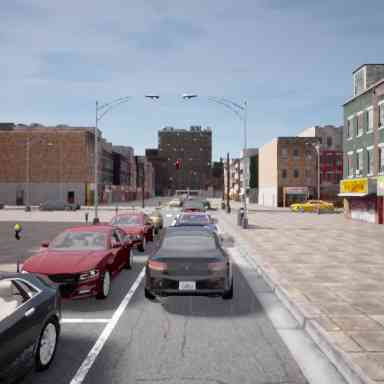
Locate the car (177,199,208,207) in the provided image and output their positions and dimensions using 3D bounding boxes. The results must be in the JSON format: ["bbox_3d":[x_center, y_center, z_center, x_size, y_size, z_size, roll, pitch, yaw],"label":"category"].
[{"bbox_3d":[0.156,1.530,25.985,1.837,1.490,4.892,0,0,2],"label":"car"}]

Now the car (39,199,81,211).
[{"bbox_3d":[-14.474,1.505,36.553,4.181,1.385,1.994,0,0,0],"label":"car"}]

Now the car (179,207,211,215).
[{"bbox_3d":[0.121,1.611,15.684,1.895,1.301,4.718,0,0,0],"label":"car"}]

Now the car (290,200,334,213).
[{"bbox_3d":[14.253,1.708,39.597,5.008,1.535,1.882,1,0,0],"label":"car"}]

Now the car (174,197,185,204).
[{"bbox_3d":[-2.518,1.682,67.732,2.008,1.369,4.403,0,0,0],"label":"car"}]

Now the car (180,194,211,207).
[{"bbox_3d":[0.686,1.420,44.298,2.097,1.767,4.553,0,0,-26],"label":"car"}]

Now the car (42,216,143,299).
[{"bbox_3d":[-2.619,1.548,8.454,1.887,1.381,4.507,0,0,0],"label":"car"}]

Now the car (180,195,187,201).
[{"bbox_3d":[-2.471,1.672,94.952,1.967,1.590,4.097,0,0,0],"label":"car"}]

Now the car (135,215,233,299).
[{"bbox_3d":[-0.041,1.529,8.320,1.812,1.442,4.674,0,0,1],"label":"car"}]

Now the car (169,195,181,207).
[{"bbox_3d":[-2.546,1.606,51.230,1.752,1.417,4.829,0,0,0],"label":"car"}]

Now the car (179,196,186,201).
[{"bbox_3d":[-2.481,1.757,89.508,1.887,1.381,4.507,0,0,0],"label":"car"}]

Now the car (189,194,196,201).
[{"bbox_3d":[0.159,1.576,91.860,2.097,1.767,4.553,0,0,0],"label":"car"}]

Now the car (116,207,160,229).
[{"bbox_3d":[-2.610,1.553,13.949,1.887,1.381,4.507,0,0,0],"label":"car"}]

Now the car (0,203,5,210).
[{"bbox_3d":[-23.226,1.383,36.525,4.892,1.490,1.837,0,0,0],"label":"car"}]

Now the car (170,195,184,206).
[{"bbox_3d":[-2.536,1.411,56.843,2.192,1.841,5.009,0,0,0],"label":"car"}]

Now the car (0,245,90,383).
[{"bbox_3d":[-2.629,1.552,2.960,2.008,1.369,4.403,0,0,0],"label":"car"}]

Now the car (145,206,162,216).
[{"bbox_3d":[-2.601,1.540,19.272,1.752,1.417,4.829,0,0,0],"label":"car"}]

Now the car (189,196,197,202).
[{"bbox_3d":[0.141,1.778,81.695,1.895,1.301,4.718,0,0,0],"label":"car"}]

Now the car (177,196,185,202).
[{"bbox_3d":[-2.500,1.695,78.449,1.752,1.417,4.829,0,0,0],"label":"car"}]
